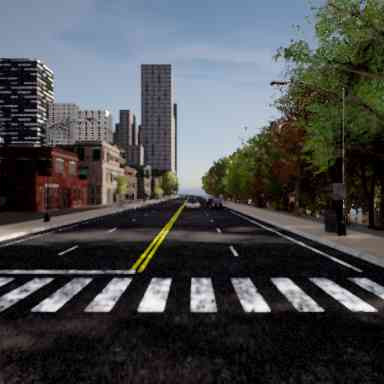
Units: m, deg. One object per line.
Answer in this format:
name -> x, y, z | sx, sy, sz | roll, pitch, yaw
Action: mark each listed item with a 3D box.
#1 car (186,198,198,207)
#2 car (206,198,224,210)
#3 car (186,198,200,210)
car -> 0.005, 1.754, 56.989 | 1.837, 1.490, 4.892 | 0, 0, 0
car -> 3.351, 1.748, 45.427 | 2.033, 1.411, 5.357 | 0, 0, 0
car -> 0.104, 1.808, 46.949 | 1.895, 1.301, 4.718 | 0, 0, 0
